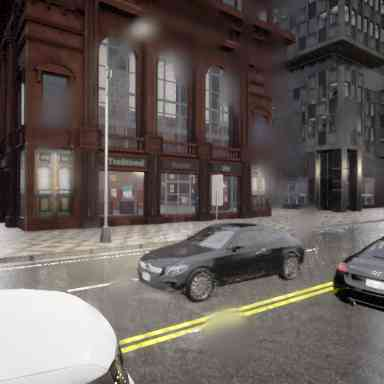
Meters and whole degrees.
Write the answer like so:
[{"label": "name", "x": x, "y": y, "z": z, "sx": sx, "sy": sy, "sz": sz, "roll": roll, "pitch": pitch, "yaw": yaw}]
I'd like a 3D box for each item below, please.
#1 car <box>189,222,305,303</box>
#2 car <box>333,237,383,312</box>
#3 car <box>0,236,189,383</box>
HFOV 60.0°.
[{"label": "car", "x": 0.935, "y": 1.525, "z": 8.351, "sx": 4.674, "sy": 1.442, "sz": 1.812, "roll": 0, "pitch": 0, "yaw": -36}, {"label": "car", "x": 4.811, "y": 1.562, "z": 6.888, "sx": 4.181, "sy": 1.385, "sz": 1.994, "roll": 0, "pitch": 0, "yaw": -35}, {"label": "car", "x": -2.926, "y": 1.221, "z": 1.348, "sx": 5.566, "sy": 2.045, "sz": 2.150, "roll": 0, "pitch": 0, "yaw": -36}]
